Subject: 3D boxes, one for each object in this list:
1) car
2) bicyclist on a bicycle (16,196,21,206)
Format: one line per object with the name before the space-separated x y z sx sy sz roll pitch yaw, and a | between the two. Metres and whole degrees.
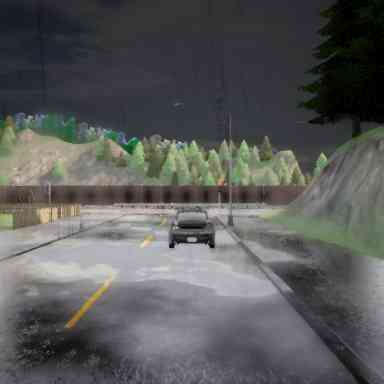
car | 0.000 1.515 14.650 1.837 1.490 4.892 0 0 0
bicyclist on a bicycle | -24.270 1.347 46.371 0.582 1.620 1.656 0 0 0
